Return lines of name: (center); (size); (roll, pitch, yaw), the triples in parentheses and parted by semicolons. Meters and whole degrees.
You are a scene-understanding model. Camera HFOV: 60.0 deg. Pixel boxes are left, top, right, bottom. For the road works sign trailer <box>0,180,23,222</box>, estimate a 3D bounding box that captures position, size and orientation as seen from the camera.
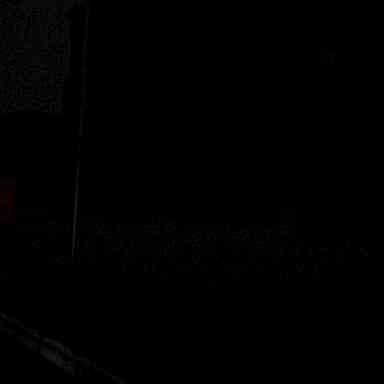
road works sign trailer: (-10.915, 0.531, 17.078); (2.880, 2.380, 3.560); (3, 3, -7)
